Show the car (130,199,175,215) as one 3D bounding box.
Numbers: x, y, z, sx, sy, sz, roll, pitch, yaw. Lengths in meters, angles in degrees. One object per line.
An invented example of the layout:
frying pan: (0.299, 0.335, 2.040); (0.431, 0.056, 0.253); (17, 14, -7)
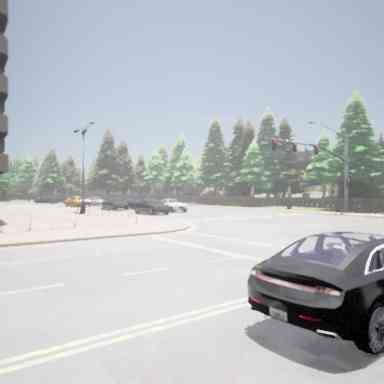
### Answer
car: (-3.957, 1.449, 32.898); (1.837, 1.490, 4.892); (0, 0, -35)

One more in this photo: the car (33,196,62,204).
car: (-27.361, 1.490, 63.224); (5.357, 1.411, 2.033); (0, 0, 14)

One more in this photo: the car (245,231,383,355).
car: (3.118, 1.492, 6.132); (4.902, 1.511, 2.128); (0, 0, -38)

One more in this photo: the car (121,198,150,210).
car: (-7.539, 1.545, 44.037); (1.895, 1.301, 4.718); (0, 0, -36)

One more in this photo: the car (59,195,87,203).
car: (-23.314, 1.441, 65.418); (4.902, 1.511, 2.128); (0, 0, 18)

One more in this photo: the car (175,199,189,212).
car: (-2.281, 1.470, 36.605); (1.812, 1.442, 4.674); (0, 0, -35)

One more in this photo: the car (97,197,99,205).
car: (-15.085, 1.469, 52.460); (4.674, 1.442, 1.812); (0, 0, 40)

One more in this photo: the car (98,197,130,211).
car: (-9.313, 1.449, 40.474); (1.837, 1.490, 4.892); (0, 0, -36)

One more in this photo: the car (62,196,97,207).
car: (-16.747, 1.421, 49.320); (5.008, 1.535, 1.882); (0, 0, 40)
